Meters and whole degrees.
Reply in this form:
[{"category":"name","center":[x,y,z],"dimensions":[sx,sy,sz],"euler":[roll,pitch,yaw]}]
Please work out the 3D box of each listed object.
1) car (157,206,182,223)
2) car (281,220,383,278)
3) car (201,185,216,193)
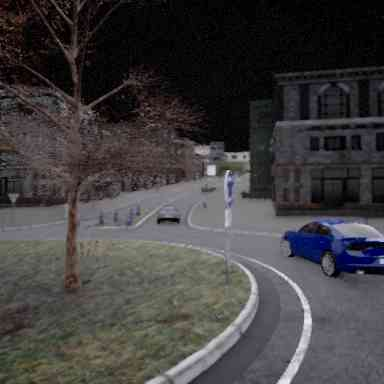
[{"category":"car","center":[-1.968,1.891,29.547],"dimensions":[1.994,1.385,4.181],"euler":[0,2,0]},{"category":"car","center":[4.588,1.645,10.870],"dimensions":[1.882,1.535,5.008],"euler":[1,-1,-6]},{"category":"car","center":[3.118,-0.649,61.108],"dimensions":[1.895,1.301,4.718],"euler":[0,5,18]}]
